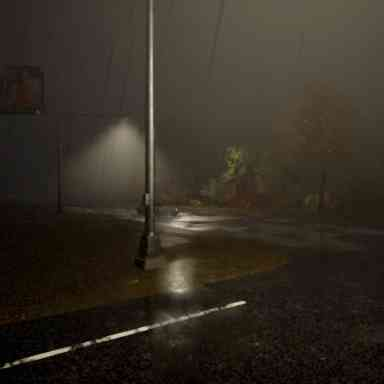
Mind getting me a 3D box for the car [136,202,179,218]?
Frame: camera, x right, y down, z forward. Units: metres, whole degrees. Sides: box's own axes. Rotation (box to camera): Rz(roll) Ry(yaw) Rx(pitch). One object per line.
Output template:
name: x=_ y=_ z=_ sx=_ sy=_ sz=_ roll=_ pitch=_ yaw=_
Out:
car: x=-3.134 y=1.553 z=29.502 sx=1.895 sy=1.301 sz=4.718 roll=0 pitch=0 yaw=-36
